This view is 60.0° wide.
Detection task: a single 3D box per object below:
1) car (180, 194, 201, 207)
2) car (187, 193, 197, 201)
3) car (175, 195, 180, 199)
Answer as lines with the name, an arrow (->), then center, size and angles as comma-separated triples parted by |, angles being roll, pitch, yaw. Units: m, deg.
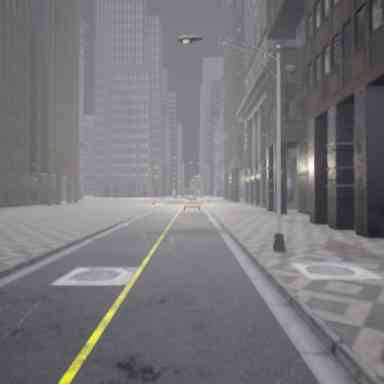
car -> -0.007, 1.136, 35.956 | 1.801, 1.575, 5.366 | 0, 0, 0
car -> -0.012, 1.039, 72.277 | 2.033, 1.649, 4.856 | 0, 0, 0
car -> -3.013, 1.224, 78.025 | 1.812, 1.442, 4.674 | 0, 0, 0
